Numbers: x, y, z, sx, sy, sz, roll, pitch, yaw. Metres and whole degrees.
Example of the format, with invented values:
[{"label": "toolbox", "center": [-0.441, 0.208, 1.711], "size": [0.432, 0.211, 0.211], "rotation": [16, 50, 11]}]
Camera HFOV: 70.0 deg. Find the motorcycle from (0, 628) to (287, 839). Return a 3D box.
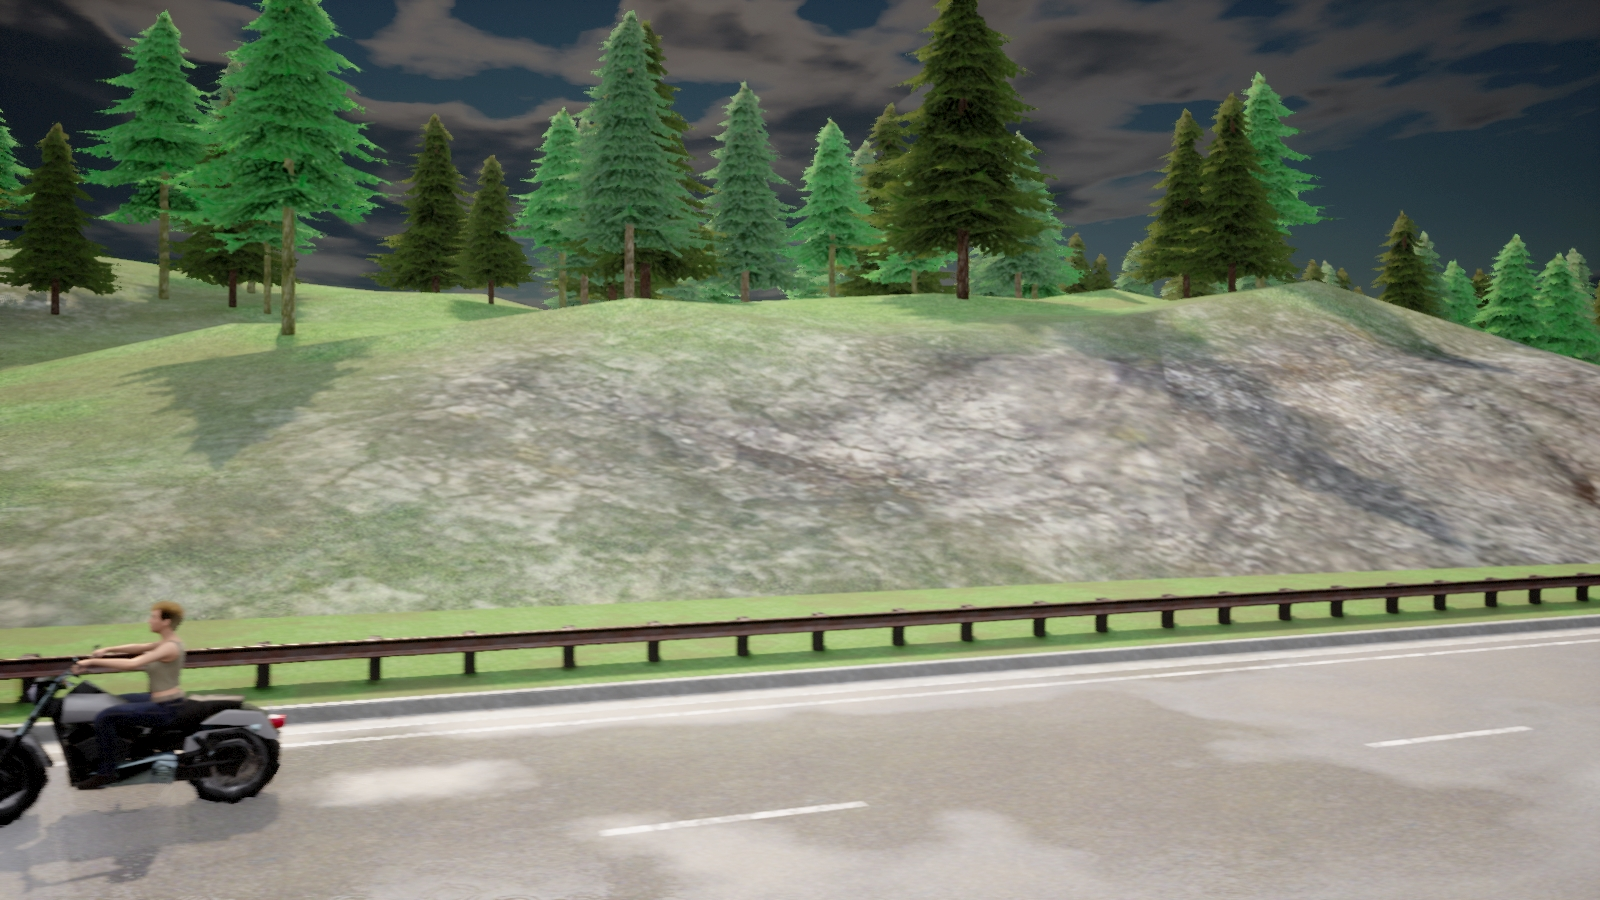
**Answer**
[{"label": "motorcycle", "center": [-5.283, 2.154, 8.832], "size": [2.356, 1.307, 0.764], "rotation": [0, 0, -20]}]
